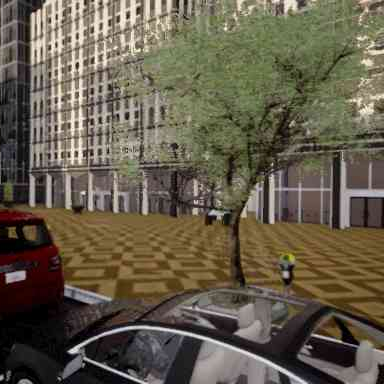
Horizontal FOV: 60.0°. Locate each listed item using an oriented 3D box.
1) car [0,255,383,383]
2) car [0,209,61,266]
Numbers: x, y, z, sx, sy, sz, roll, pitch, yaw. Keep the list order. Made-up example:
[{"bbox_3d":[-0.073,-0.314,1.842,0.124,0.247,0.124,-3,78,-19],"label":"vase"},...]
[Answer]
[{"bbox_3d":[0.138,1.530,2.774,4.403,1.369,2.008,1,0,35],"label":"car"},{"bbox_3d":[-4.368,1.213,5.962,5.009,1.841,2.192,1,0,35],"label":"car"}]
